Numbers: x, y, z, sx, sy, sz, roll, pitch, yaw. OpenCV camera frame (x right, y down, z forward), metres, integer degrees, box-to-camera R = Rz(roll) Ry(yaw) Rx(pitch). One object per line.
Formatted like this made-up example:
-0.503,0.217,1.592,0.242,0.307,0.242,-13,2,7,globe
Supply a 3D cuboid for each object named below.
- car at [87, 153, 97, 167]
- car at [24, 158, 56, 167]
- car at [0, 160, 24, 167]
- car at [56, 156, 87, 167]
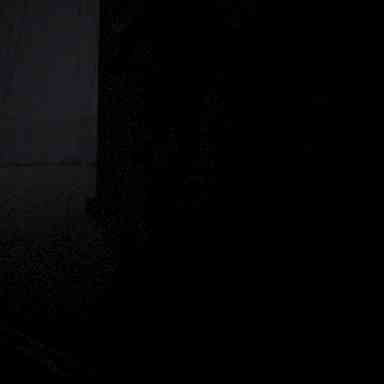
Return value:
-9.129,-3.592,39.322,5.566,2.045,2.435,2,1,25,car
-19.311,-3.696,44.103,4.892,1.521,2.231,2,1,27,car
-24.143,-3.800,46.560,4.674,1.452,2.002,2,1,28,car
-14.230,-3.655,41.661,4.553,1.767,2.185,2,1,26,car
